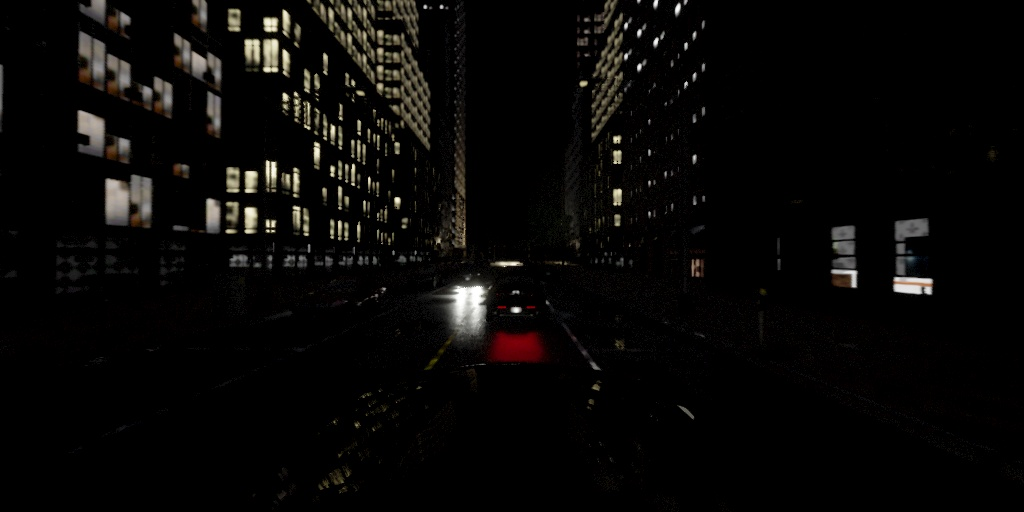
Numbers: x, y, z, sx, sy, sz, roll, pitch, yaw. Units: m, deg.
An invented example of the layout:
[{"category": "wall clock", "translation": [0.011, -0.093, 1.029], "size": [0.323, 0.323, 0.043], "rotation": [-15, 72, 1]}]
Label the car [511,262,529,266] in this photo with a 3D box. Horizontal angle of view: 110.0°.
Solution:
[{"category": "car", "translation": [0.184, 1.423, 29.761], "size": [1.895, 1.301, 4.718], "rotation": [0, 0, 0]}]

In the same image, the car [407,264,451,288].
[{"category": "car", "translation": [-5.627, 1.345, 23.715], "size": [2.007, 1.370, 4.403], "rotation": [0, 0, 0]}]

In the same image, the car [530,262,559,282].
[{"category": "car", "translation": [2.772, 1.392, 29.367], "size": [1.948, 1.339, 4.313], "rotation": [0, 0, 0]}]

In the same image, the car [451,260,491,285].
[{"category": "car", "translation": [-2.989, 1.301, 26.843], "size": [2.128, 1.511, 4.902], "rotation": [0, 0, 1]}]

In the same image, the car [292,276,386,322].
[{"category": "car", "translation": [-5.664, 1.348, 12.329], "size": [1.802, 1.307, 4.207], "rotation": [0, 0, 0]}]

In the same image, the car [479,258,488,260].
[{"category": "car", "translation": [-5.496, 1.323, 63.560], "size": [1.967, 1.591, 4.097], "rotation": [0, 0, 0]}]

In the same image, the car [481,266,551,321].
[{"category": "car", "translation": [0.128, 1.284, 12.593], "size": [1.837, 1.490, 4.892], "rotation": [0, 0, 0]}]

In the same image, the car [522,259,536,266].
[{"category": "car", "translation": [2.848, 1.318, 52.133], "size": [1.967, 1.591, 4.097], "rotation": [0, 0, 0]}]

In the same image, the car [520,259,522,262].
[{"category": "car", "translation": [2.885, 1.483, 63.518], "size": [1.802, 1.307, 4.207], "rotation": [0, 0, 0]}]
